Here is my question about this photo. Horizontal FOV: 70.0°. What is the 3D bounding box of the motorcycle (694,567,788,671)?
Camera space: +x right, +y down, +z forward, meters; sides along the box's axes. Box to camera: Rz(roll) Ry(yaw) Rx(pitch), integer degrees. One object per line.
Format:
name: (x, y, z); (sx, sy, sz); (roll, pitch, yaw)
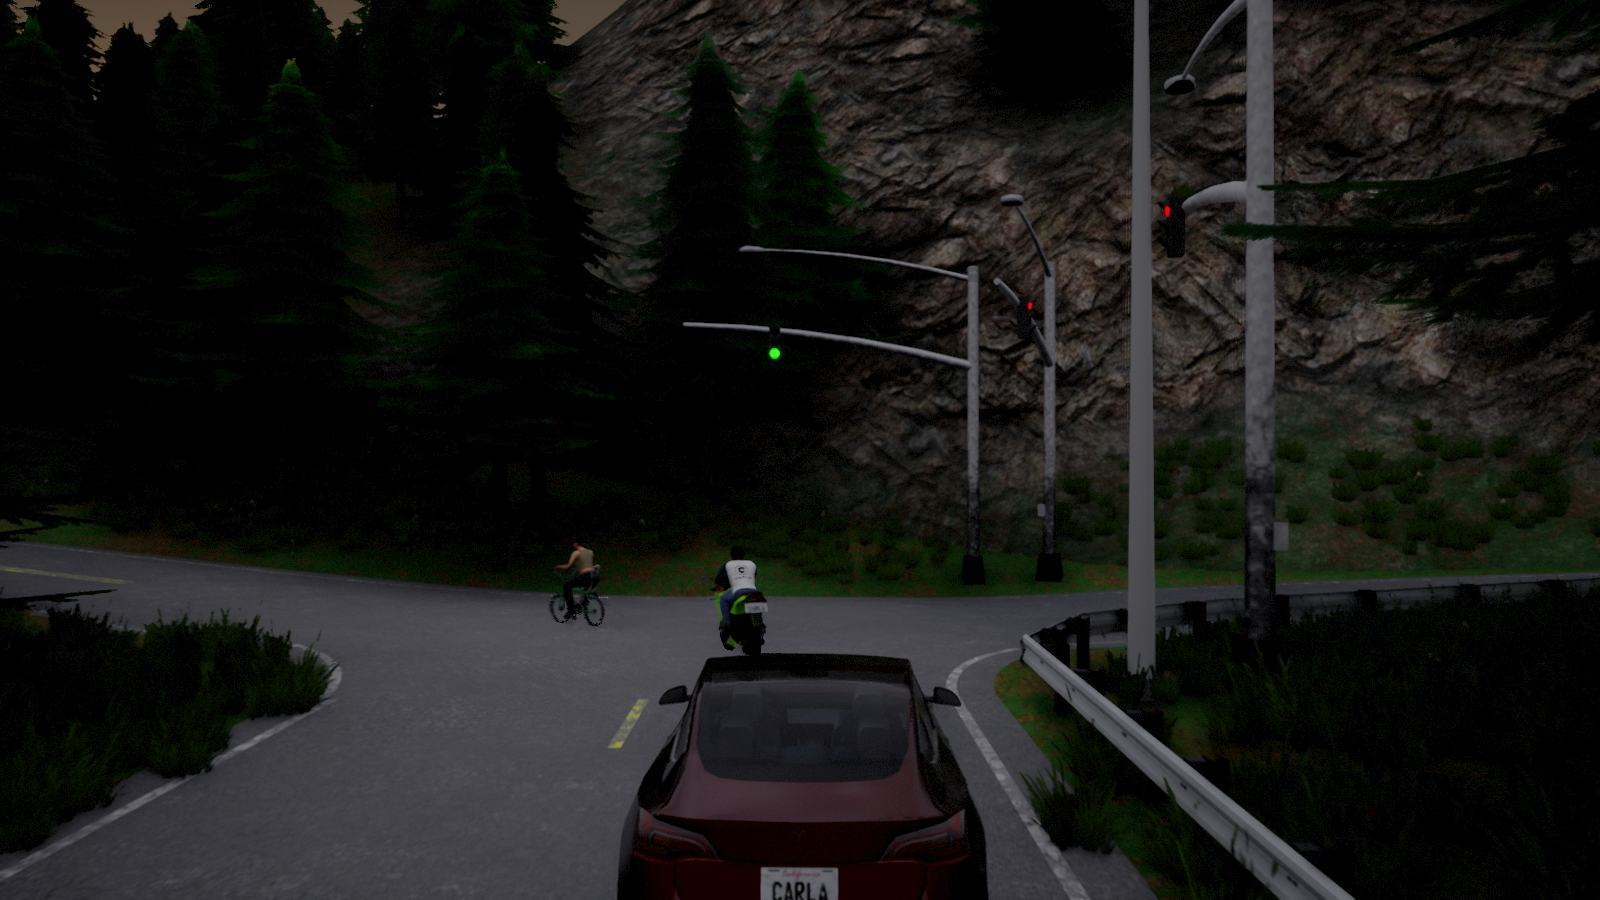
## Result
motorcycle: (-0.832, 2.240, 15.446); (0.803, 1.145, 2.033); (-1, -2, -16)

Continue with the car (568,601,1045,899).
car: (0.083, 2.063, 7.583); (2.163, 1.488, 4.792); (0, 0, 1)
